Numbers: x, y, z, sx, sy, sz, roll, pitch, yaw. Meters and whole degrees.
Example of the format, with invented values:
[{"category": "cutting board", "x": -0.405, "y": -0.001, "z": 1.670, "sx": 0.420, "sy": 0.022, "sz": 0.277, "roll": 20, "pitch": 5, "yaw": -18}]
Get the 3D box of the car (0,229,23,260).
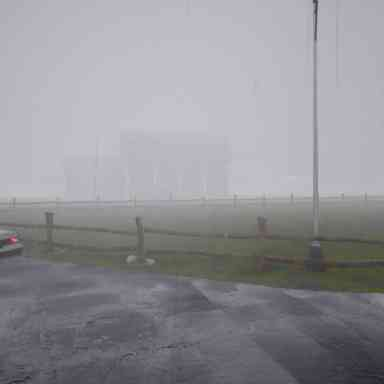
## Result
[{"category": "car", "x": -7.630, "y": 1.464, "z": 10.155, "sx": 5.357, "sy": 1.411, "sz": 2.033, "roll": 0, "pitch": 1, "yaw": 26}]
